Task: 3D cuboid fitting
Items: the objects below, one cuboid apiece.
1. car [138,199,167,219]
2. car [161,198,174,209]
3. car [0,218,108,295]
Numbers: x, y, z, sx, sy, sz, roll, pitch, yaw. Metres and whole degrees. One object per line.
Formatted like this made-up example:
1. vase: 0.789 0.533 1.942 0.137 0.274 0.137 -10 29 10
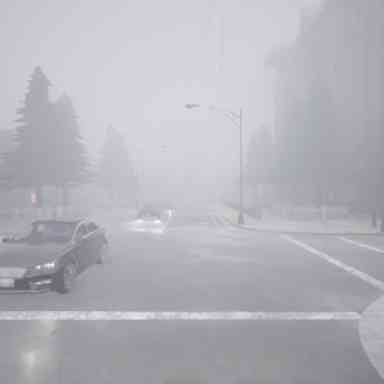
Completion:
1. car: -3.591 1.588 29.478 1.895 1.301 4.718 0 0 0
2. car: -3.559 1.507 44.234 1.812 1.442 4.674 0 0 0
3. car: -3.599 1.485 8.855 2.128 1.511 4.902 0 0 0
